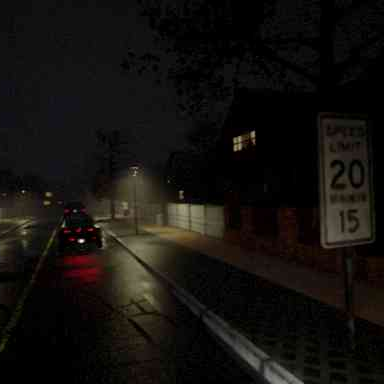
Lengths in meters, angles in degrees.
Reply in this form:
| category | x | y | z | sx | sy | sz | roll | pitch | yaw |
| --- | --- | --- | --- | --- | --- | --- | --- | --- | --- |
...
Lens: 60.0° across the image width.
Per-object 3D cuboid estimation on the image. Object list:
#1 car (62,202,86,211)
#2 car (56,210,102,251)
| category | x | y | z | sx | sy | sz | roll | pitch | yaw |
| --- | --- | --- | --- | --- | --- | --- | --- | --- | --- |
| car | -12.430 | 2.039 | 35.180 | 2.150 | 2.045 | 5.566 | -3 | 0 | -21 |
| car | -5.518 | 1.863 | 16.332 | 1.837 | 1.490 | 4.892 | -3 | 0 | -20 |
